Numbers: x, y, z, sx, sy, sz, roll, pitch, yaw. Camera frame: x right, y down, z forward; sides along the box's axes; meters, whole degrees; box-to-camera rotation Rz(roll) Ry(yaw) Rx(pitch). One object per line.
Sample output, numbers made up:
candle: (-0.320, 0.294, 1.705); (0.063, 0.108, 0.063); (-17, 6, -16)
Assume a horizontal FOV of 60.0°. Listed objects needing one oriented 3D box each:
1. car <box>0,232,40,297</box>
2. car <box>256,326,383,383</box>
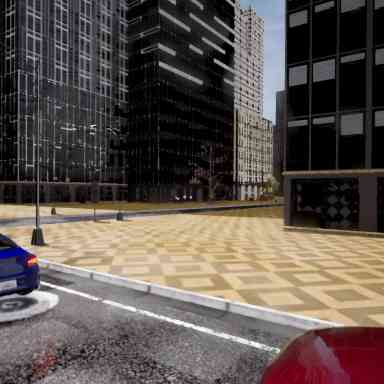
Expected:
car: (-5.196, 1.523, 7.390); (4.674, 1.442, 1.812); (0, 0, 36)
car: (2.405, 1.564, 1.961); (4.181, 1.385, 1.994); (0, 0, 35)
